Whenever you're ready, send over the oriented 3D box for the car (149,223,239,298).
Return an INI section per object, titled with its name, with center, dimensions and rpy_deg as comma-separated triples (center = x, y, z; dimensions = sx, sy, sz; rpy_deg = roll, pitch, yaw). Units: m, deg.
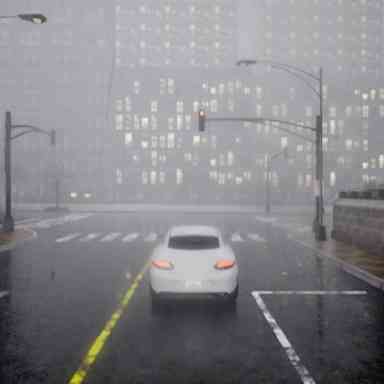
[car]
center = 0.053, 1.513, 8.330
dimensions = 1.812, 1.442, 4.674
rpy_deg = 0, 0, 0
